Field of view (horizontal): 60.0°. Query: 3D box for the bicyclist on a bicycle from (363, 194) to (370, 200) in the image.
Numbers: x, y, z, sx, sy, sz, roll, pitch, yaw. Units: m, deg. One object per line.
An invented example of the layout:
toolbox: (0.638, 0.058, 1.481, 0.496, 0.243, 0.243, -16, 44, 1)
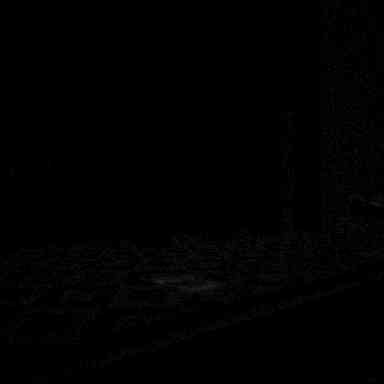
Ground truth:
bicyclist on a bicycle: (20.878, 1.030, 39.656, 1.656, 1.620, 0.582, 0, 1, -36)

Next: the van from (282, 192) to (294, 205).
van: (12.289, 0.930, 46.600, 1.690, 1.788, 3.998, 1, 0, -36)

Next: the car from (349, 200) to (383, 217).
car: (14.856, 1.367, 28.326, 2.008, 1.369, 4.403, 1, 0, -36)
